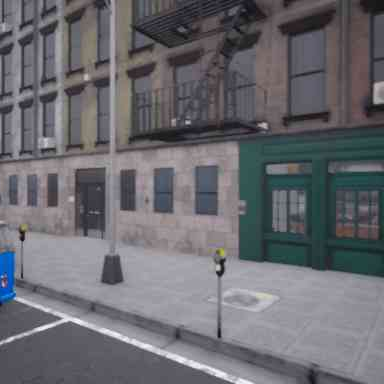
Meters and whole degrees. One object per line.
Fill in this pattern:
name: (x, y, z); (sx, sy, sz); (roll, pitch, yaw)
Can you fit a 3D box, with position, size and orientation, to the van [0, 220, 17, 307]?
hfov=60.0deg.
van: (-5.063, 1.309, 6.418); (3.998, 1.788, 1.690); (0, 0, 35)
